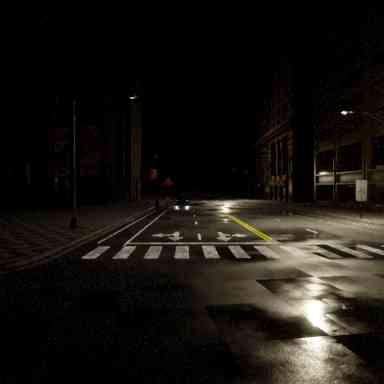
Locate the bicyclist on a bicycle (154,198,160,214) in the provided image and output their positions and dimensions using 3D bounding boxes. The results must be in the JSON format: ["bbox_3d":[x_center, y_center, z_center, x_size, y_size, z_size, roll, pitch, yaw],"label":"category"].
[{"bbox_3d":[-3.672,1.438,34.790,0.582,1.620,1.656,0,0,-1],"label":"bicyclist on a bicycle"}]

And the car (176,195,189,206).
[{"bbox_3d":[-1.585,1.335,54.772,2.097,1.767,4.553,0,0,0],"label":"car"}]

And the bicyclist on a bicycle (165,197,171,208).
[{"bbox_3d":[-3.294,1.417,45.870,0.866,1.612,1.509,-1,0,-1],"label":"bicyclist on a bicycle"}]
